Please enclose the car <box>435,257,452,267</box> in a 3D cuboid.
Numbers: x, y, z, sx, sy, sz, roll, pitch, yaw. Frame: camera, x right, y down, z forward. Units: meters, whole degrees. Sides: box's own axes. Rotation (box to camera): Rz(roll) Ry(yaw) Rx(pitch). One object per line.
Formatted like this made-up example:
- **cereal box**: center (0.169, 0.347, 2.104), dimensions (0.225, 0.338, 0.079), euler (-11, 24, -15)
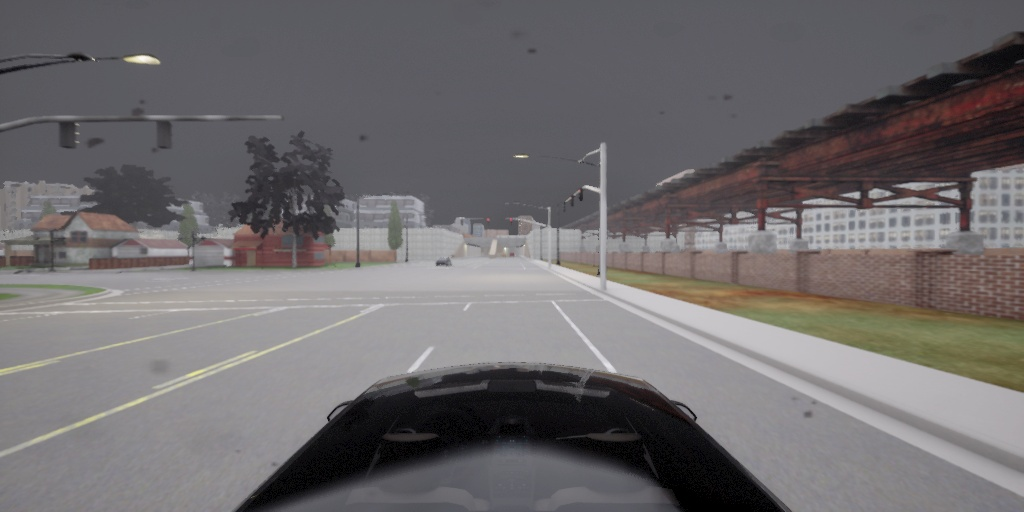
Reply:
- **car**: center (-10.492, 0.929, 55.367), dimensions (2.033, 1.411, 5.357), euler (0, 1, 0)
